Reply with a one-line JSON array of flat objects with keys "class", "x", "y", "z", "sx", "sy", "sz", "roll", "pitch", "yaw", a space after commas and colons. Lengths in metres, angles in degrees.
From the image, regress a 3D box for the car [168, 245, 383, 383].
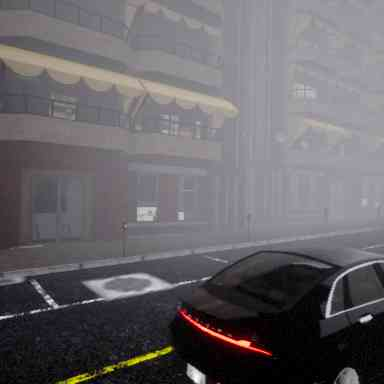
[{"class": "car", "x": 2.012, "y": 1.507, "z": 4.597, "sx": 4.892, "sy": 1.490, "sz": 1.837, "roll": 0, "pitch": 0, "yaw": -35}]
